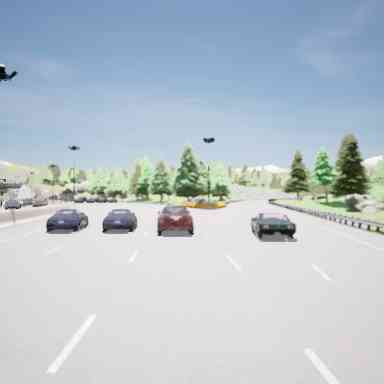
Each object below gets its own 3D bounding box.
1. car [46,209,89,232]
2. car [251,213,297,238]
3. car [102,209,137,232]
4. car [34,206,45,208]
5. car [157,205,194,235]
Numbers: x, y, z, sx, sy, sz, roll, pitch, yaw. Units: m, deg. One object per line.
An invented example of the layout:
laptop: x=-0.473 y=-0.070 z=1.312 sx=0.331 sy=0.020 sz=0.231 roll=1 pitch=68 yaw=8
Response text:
car: x=-8.323 y=1.852 z=22.509 sx=1.994 sy=1.385 sz=4.181 roll=0 pitch=-1 yaw=-6
car: x=4.479 y=1.822 z=18.957 sx=1.895 sy=1.301 sz=4.718 roll=0 pitch=-1 yaw=4
car: x=-4.798 y=1.845 z=22.462 sx=1.994 sy=1.385 sz=4.181 roll=0 pitch=-1 yaw=-6
car: x=-27.257 y=2.249 z=59.776 sx=1.882 sy=1.535 sz=5.008 roll=0 pitch=-1 yaw=-19
car: x=-1.122 y=1.606 z=20.920 sx=2.097 sy=1.767 sz=4.553 roll=0 pitch=-1 yaw=-6
